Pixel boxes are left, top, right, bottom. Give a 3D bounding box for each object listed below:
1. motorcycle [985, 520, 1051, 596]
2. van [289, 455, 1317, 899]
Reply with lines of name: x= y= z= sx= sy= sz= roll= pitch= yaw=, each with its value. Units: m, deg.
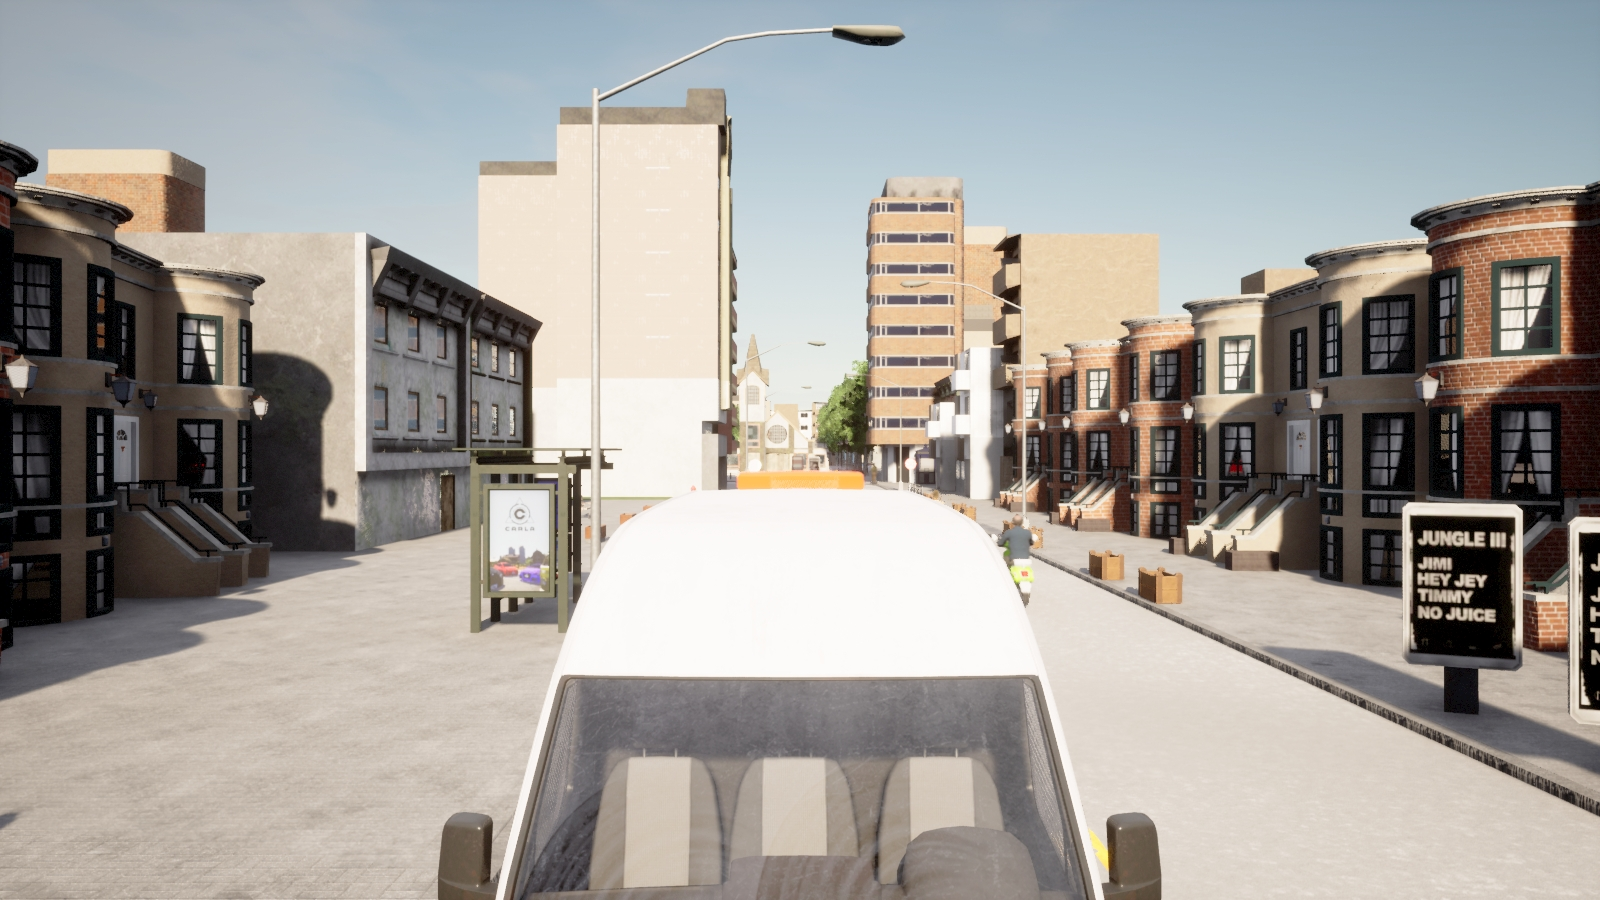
motorcycle: x=4.003 y=1.970 z=21.119 sx=0.856 sy=1.236 sz=1.805 roll=0 pitch=0 yaw=0
van: x=0.007 y=1.317 z=5.167 sx=1.988 sy=2.561 sz=5.915 roll=0 pitch=0 yaw=0
